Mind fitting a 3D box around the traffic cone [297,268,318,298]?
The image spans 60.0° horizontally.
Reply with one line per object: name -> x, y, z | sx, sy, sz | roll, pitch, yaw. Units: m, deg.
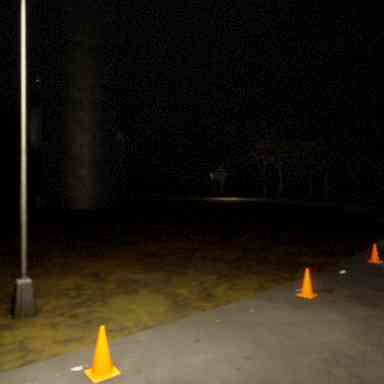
traffic cone -> 2.519, 1.959, 7.255 | 0.340, 0.580, 0.340 | 0, 0, -43

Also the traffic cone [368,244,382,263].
traffic cone -> 5.865, 1.950, 10.669 | 0.340, 0.580, 0.340 | 0, 0, 42

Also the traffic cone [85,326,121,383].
traffic cone -> -1.116, 1.970, 4.151 | 0.340, 0.580, 0.340 | 0, 0, -38
